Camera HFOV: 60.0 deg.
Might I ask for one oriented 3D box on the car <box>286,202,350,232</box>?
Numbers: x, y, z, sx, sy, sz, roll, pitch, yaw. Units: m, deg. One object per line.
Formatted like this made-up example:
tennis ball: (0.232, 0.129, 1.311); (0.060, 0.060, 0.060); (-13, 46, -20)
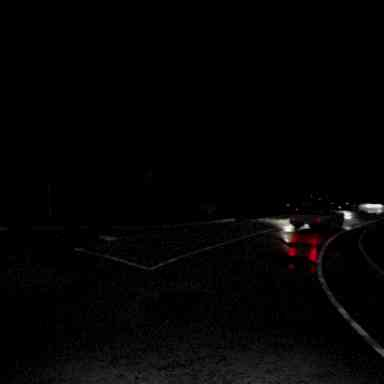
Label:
car: (7.447, 1.478, 19.433); (1.895, 1.301, 4.718); (1, 1, 38)

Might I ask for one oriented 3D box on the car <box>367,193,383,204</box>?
car: (26.530, 0.855, 47.542); (2.128, 1.511, 4.902); (1, 2, 41)

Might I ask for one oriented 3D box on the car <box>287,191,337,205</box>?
car: (9.914, 0.975, 27.913); (2.150, 2.045, 5.566); (1, 1, 40)

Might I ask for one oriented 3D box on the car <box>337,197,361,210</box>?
car: (16.620, 1.228, 35.924); (1.895, 1.301, 4.718); (1, 2, 40)
